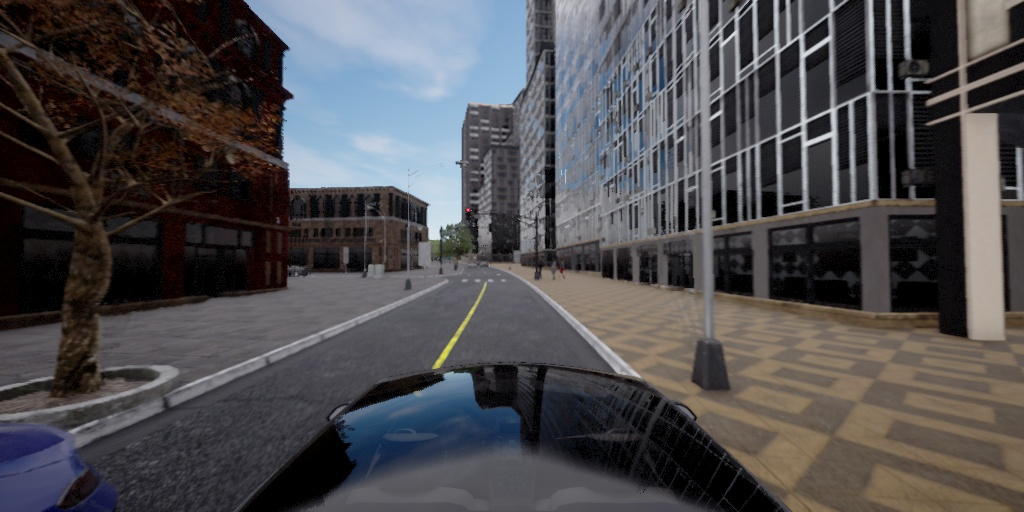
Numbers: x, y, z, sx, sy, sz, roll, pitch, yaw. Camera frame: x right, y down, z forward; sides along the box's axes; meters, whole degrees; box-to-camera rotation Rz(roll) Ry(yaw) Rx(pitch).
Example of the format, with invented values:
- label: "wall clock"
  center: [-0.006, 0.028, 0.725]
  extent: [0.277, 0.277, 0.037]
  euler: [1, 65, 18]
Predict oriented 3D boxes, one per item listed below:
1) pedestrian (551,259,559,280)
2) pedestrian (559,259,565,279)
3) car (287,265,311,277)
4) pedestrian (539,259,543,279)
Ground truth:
- label: "pedestrian"
  center: [3.654, 1.120, 31.293]
  extent: [0.375, 1.860, 0.375]
  euler: [1, -1, -3]
- label: "pedestrian"
  center: [4.465, 1.133, 31.941]
  extent: [0.375, 1.860, 0.375]
  euler: [1, -1, -3]
- label: "car"
  center: [-25.454, 1.726, 41.308]
  extent: [4.403, 1.370, 2.007]
  euler: [0, 0, 7]
- label: "pedestrian"
  center: [2.586, 1.125, 32.433]
  extent: [0.375, 1.860, 0.375]
  euler: [1, -1, -3]
